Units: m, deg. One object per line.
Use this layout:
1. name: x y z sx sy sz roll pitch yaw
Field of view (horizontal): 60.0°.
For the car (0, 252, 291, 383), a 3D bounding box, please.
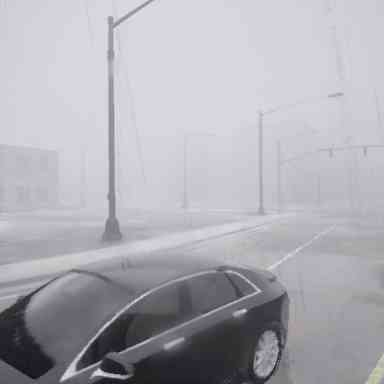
1. car: -0.731 1.544 3.601 4.892 1.490 1.837 0 1 -45
